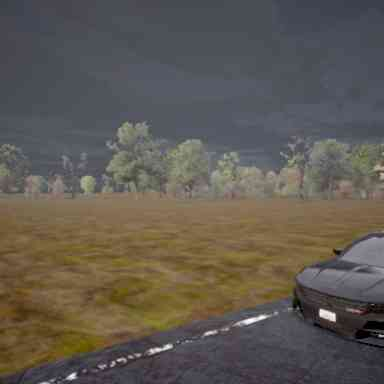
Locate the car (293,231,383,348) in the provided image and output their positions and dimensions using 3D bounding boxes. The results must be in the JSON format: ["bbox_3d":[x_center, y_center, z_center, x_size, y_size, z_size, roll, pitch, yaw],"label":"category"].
[{"bbox_3d":[3.970,1.496,6.212,5.008,1.535,1.882,0,0,-35],"label":"car"}]
